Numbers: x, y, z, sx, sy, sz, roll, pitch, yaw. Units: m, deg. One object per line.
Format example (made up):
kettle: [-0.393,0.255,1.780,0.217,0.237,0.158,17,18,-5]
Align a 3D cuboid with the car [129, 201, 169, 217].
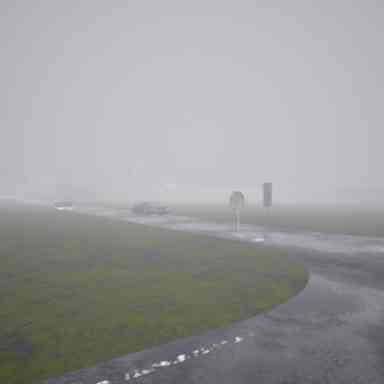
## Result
car: [-4.297,1.611,32.519,2.033,1.411,5.357,0,0,-36]

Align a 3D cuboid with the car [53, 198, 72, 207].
car: [-19.332,1.523,49.548,1.994,1.385,4.181,1,0,-35]
